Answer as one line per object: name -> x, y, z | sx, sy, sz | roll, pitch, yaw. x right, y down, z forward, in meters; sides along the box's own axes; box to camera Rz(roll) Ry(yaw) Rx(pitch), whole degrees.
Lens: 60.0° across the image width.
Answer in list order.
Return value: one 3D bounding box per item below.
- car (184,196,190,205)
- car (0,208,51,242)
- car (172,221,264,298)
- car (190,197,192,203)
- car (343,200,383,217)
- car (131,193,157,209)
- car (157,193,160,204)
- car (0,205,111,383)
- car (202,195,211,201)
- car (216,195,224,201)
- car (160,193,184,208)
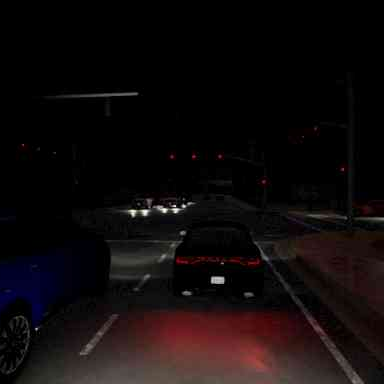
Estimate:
car -> -2.031, 1.353, 58.608 | 2.097, 1.767, 4.553 | 0, 0, 5
car -> -9.410, 1.601, 17.198 | 1.895, 1.301, 4.718 | 0, 0, 5
car -> 0.654, 1.478, 8.615 | 1.882, 1.535, 5.008 | 0, 0, 4
car -> -1.063, 1.558, 69.415 | 1.994, 1.385, 4.181 | 0, 0, 5
car -> 16.775, 1.478, 30.962 | 5.008, 1.535, 1.882 | 0, 0, 5
car -> -6.683, 1.221, 45.344 | 2.150, 2.045, 5.566 | 0, 0, 3
car -> -5.771, 1.218, 55.977 | 2.150, 2.045, 5.566 | 0, 1, 5
car -> -3.069, 1.221, 5.509 | 2.150, 2.045, 5.566 | 0, 0, 3
car -> 3.715, 1.524, 84.742 | 1.812, 1.442, 4.674 | 0, 0, 5
car -> 7.232, 1.553, 84.800 | 1.994, 1.385, 4.181 | 0, 0, 5
car -> -2.850, 1.221, 48.951 | 2.150, 2.045, 5.566 | 0, 0, 5
